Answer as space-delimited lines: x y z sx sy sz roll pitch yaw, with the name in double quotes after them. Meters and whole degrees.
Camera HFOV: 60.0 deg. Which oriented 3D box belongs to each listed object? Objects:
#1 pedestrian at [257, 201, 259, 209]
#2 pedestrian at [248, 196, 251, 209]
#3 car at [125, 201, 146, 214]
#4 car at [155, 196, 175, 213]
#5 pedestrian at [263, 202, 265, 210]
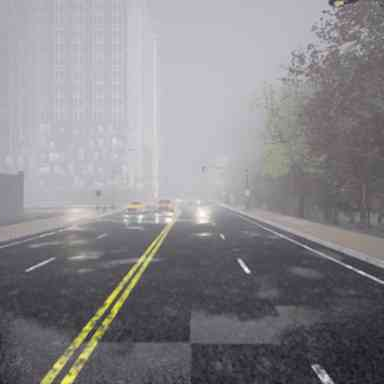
9.022 1.830 45.599 0.500 1.100 0.500 0 0 0 "pedestrian"
8.023 1.457 46.798 0.375 1.860 0.375 0 0 0 "pedestrian"
-6.550 1.745 38.962 1.882 1.535 5.008 0 -1 1 "car"
-3.285 1.630 40.743 2.097 1.767 4.553 0 0 0 "car"
10.023 1.888 46.199 0.375 1.300 0.375 0 0 0 "pedestrian"
